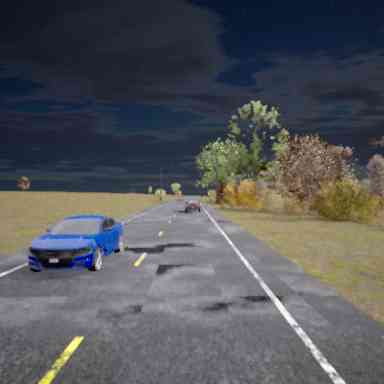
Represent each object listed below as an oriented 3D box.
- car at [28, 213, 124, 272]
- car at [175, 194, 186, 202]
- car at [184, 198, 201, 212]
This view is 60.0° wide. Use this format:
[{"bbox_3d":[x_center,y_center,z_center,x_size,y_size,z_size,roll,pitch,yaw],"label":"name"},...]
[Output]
[{"bbox_3d":[-3.597,1.521,11.159,1.882,1.535,5.008,0,0,0],"label":"car"},{"bbox_3d":[-3.488,1.731,92.025,2.097,1.767,4.553,0,0,0],"label":"car"},{"bbox_3d":[0.092,1.691,41.966,1.812,1.442,4.674,0,0,0],"label":"car"}]
